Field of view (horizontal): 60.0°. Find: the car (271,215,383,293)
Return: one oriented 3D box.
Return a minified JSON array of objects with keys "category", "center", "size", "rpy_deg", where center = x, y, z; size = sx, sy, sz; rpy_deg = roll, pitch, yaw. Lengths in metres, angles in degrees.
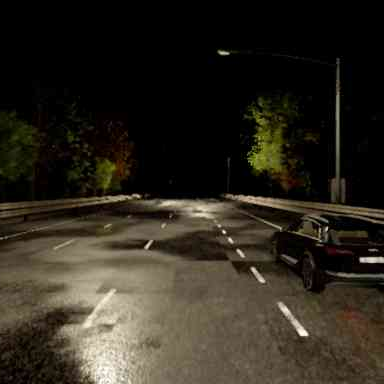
[{"category":"car","center":[3.486,1.382,8.722],"size":[2.033,1.649,4.856],"rpy_deg":[0,0,0]}]
